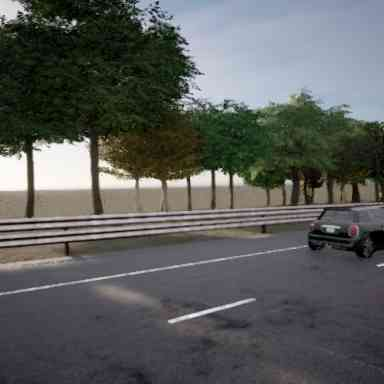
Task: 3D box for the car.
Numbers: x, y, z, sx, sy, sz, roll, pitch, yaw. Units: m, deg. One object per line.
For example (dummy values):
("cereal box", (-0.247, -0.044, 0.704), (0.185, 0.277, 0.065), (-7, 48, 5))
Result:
("car", (6.512, 1.324, 12.707), (4.553, 1.767, 2.097), (0, 0, -35))
